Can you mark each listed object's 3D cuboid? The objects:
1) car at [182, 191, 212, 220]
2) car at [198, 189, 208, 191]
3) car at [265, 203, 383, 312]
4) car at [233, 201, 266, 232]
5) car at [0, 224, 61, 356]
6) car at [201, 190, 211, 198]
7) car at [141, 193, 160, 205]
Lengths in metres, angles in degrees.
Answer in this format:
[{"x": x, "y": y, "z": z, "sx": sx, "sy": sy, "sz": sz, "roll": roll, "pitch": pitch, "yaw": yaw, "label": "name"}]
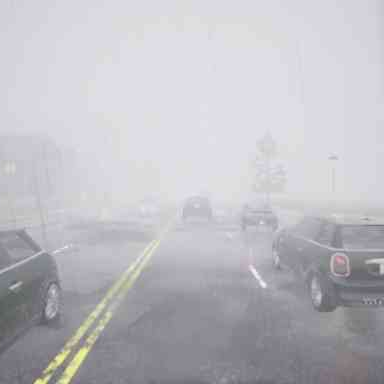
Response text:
[{"x": 0.423, "y": 1.053, "z": 25.199, "sx": 2.097, "sy": 1.767, "sz": 4.553, "roll": 0, "pitch": 1, "yaw": 2, "label": "car"}, {"x": 1.985, "y": 0.551, "z": 58.306, "sx": 2.150, "sy": 2.045, "sz": 5.566, "roll": 0, "pitch": 1, "yaw": 4, "label": "car"}, {"x": 3.285, "y": 1.262, "z": 7.636, "sx": 2.097, "sy": 1.767, "sz": 4.553, "roll": 0, "pitch": 1, "yaw": 1, "label": "car"}, {"x": 3.455, "y": 1.272, "z": 18.609, "sx": 2.128, "sy": 1.511, "sz": 4.902, "roll": 0, "pitch": 1, "yaw": 1, "label": "car"}, {"x": -3.321, "y": 1.301, "z": 3.858, "sx": 2.097, "sy": 1.767, "sz": 4.553, "roll": 0, "pitch": 1, "yaw": 0, "label": "car"}, {"x": 3.401, "y": 0.478, "z": 77.734, "sx": 2.097, "sy": 1.767, "sz": 4.553, "roll": 0, "pitch": 1, "yaw": 5, "label": "car"}, {"x": -5.404, "y": 0.844, "z": 43.983, "sx": 1.994, "sy": 1.385, "sz": 4.181, "roll": 0, "pitch": 1, "yaw": 3, "label": "car"}]
